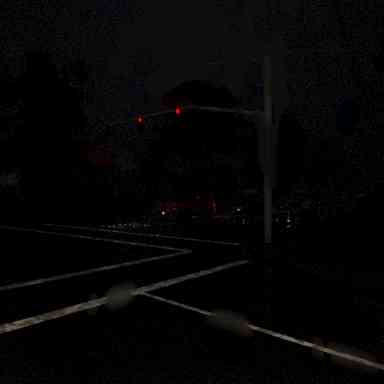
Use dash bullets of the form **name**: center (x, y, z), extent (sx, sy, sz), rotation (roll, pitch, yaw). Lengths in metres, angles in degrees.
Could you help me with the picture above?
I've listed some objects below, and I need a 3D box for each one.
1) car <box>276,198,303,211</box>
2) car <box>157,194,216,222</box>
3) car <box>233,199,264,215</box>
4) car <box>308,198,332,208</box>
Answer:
- **car**: center (12.262, 1.526, 41.513), extent (1.812, 1.442, 4.674), rotation (0, 0, 41)
- **car**: center (-0.342, 1.221, 27.004), extent (2.150, 2.045, 5.566), rotation (0, 0, 41)
- **car**: center (6.165, 1.491, 34.491), extent (2.128, 1.511, 4.902), rotation (0, 0, 41)
- **car**: center (18.891, 1.601, 49.123), extent (1.895, 1.301, 4.718), rotation (0, 0, 41)
